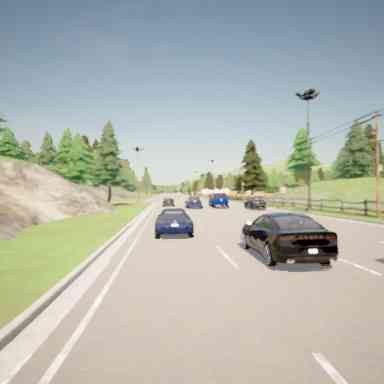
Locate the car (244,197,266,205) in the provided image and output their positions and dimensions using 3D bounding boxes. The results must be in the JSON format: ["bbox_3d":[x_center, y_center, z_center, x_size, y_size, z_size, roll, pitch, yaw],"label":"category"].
[{"bbox_3d":[7.740,1.366,41.138,2.128,1.511,4.902,-1,0,-4],"label":"car"}]

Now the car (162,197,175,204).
[{"bbox_3d":[-3.886,1.567,55.101,2.128,1.511,4.902,-1,0,-4],"label":"car"}]

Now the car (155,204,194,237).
[{"bbox_3d":[-0.992,1.584,18.186,1.994,1.385,4.181,-1,0,-4],"label":"car"}]

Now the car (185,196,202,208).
[{"bbox_3d":[0.196,1.357,47.781,2.097,1.767,4.553,-1,0,-4],"label":"car"}]

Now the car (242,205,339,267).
[{"bbox_3d":[3.047,1.427,11.344,1.882,1.535,5.008,-1,0,-4],"label":"car"}]

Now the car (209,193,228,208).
[{"bbox_3d":[3.742,1.165,47.307,2.150,2.045,5.566,-1,0,-4],"label":"car"}]
